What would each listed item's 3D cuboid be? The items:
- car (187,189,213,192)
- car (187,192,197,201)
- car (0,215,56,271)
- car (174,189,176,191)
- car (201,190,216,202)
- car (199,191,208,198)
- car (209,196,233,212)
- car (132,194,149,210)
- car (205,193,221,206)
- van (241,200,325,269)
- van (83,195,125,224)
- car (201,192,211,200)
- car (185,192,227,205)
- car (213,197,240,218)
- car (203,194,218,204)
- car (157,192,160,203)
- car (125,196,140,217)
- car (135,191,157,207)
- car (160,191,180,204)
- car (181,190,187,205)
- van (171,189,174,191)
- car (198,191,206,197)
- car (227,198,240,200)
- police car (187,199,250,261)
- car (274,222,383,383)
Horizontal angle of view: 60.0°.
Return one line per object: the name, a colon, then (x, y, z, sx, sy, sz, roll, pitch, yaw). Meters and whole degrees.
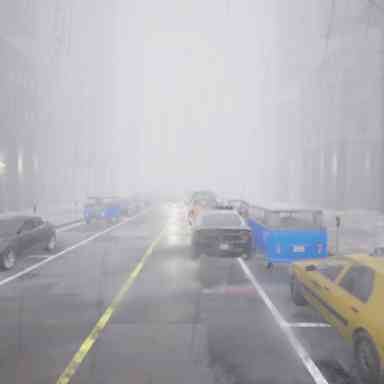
car: (0.854, 0.891, 27.759, 2.150, 2.045, 5.566, 0, 1, 0)
car: (-0.009, 0.762, 62.462, 1.837, 1.490, 4.892, 0, 1, 0)
car: (-5.767, 1.440, 10.405, 1.947, 1.339, 4.313, 0, 1, 0)
car: (-5.777, 0.535, 83.507, 1.752, 1.417, 4.829, 0, 1, 0)
car: (2.751, 0.655, 55.504, 2.192, 1.841, 5.009, 0, 1, 0)
car: (2.748, 0.514, 78.048, 1.967, 1.590, 4.097, 0, 1, 0)
car: (2.755, 1.157, 32.963, 2.008, 1.369, 4.403, 0, 1, 0)
car: (-5.770, 1.172, 32.951, 1.947, 1.339, 4.313, 0, 1, 0)
car: (2.753, 0.913, 44.233, 1.967, 1.590, 4.097, 0, 1, 0)
van: (2.758, 1.215, 10.416, 1.690, 1.788, 3.998, 0, 1, 0)
van: (-5.769, 1.081, 21.676, 1.690, 1.788, 3.998, 0, 1, 0)
car: (2.750, 0.772, 66.779, 1.947, 1.339, 4.313, 0, 1, 0)
car: (0.769, 1.092, 21.681, 2.097, 1.767, 4.553, 0, 1, -2)
car: (2.756, 1.197, 27.497, 1.752, 1.417, 4.829, 0, 1, 0)
car: (2.753, 0.972, 49.871, 1.947, 1.339, 4.313, 0, 1, 0)
car: (-5.771, 1.017, 44.223, 1.887, 1.381, 4.507, 0, 1, 0)
car: (-5.769, 1.239, 27.315, 1.947, 1.339, 4.313, 0, 1, 0)
car: (-5.771, 0.855, 38.584, 2.192, 1.841, 5.009, 0, 1, 0)
car: (-3.048, 0.965, 46.985, 1.812, 1.442, 4.674, 0, 1, 1)
car: (0.003, 0.675, 46.055, 2.150, 2.045, 5.566, 0, 1, 0)
van: (-5.777, 0.414, 78.039, 1.690, 1.788, 3.998, 0, 1, 0)
car: (2.747, 0.509, 89.322, 1.947, 1.339, 4.313, 0, 1, 0)
car: (2.756, 1.180, 21.690, 1.967, 1.590, 4.097, 0, 1, 0)
police car: (0.898, 1.282, 11.843, 1.930, 1.638, 5.238, 0, 1, 0)
car: (2.759, 1.464, 4.953, 1.752, 1.417, 4.829, 0, 1, 0)
